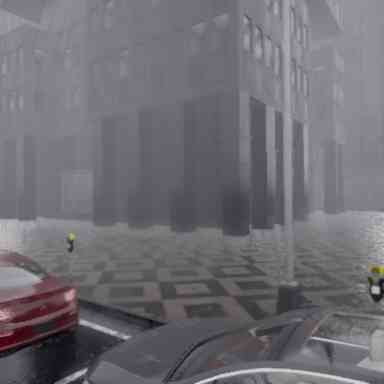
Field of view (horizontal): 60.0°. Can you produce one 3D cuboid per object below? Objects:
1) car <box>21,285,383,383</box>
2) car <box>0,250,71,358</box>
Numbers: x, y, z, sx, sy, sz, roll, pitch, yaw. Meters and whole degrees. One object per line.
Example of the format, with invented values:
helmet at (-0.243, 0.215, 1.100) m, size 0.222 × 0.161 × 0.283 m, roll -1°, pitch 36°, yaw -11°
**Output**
car at (1.011, 1.554, 2.242) m, size 4.403 × 1.369 × 2.008 m, roll -1°, pitch 0°, yaw 36°
car at (-3.608, 1.641, 5.543) m, size 4.206 × 1.307 × 1.802 m, roll -1°, pitch 0°, yaw 36°
